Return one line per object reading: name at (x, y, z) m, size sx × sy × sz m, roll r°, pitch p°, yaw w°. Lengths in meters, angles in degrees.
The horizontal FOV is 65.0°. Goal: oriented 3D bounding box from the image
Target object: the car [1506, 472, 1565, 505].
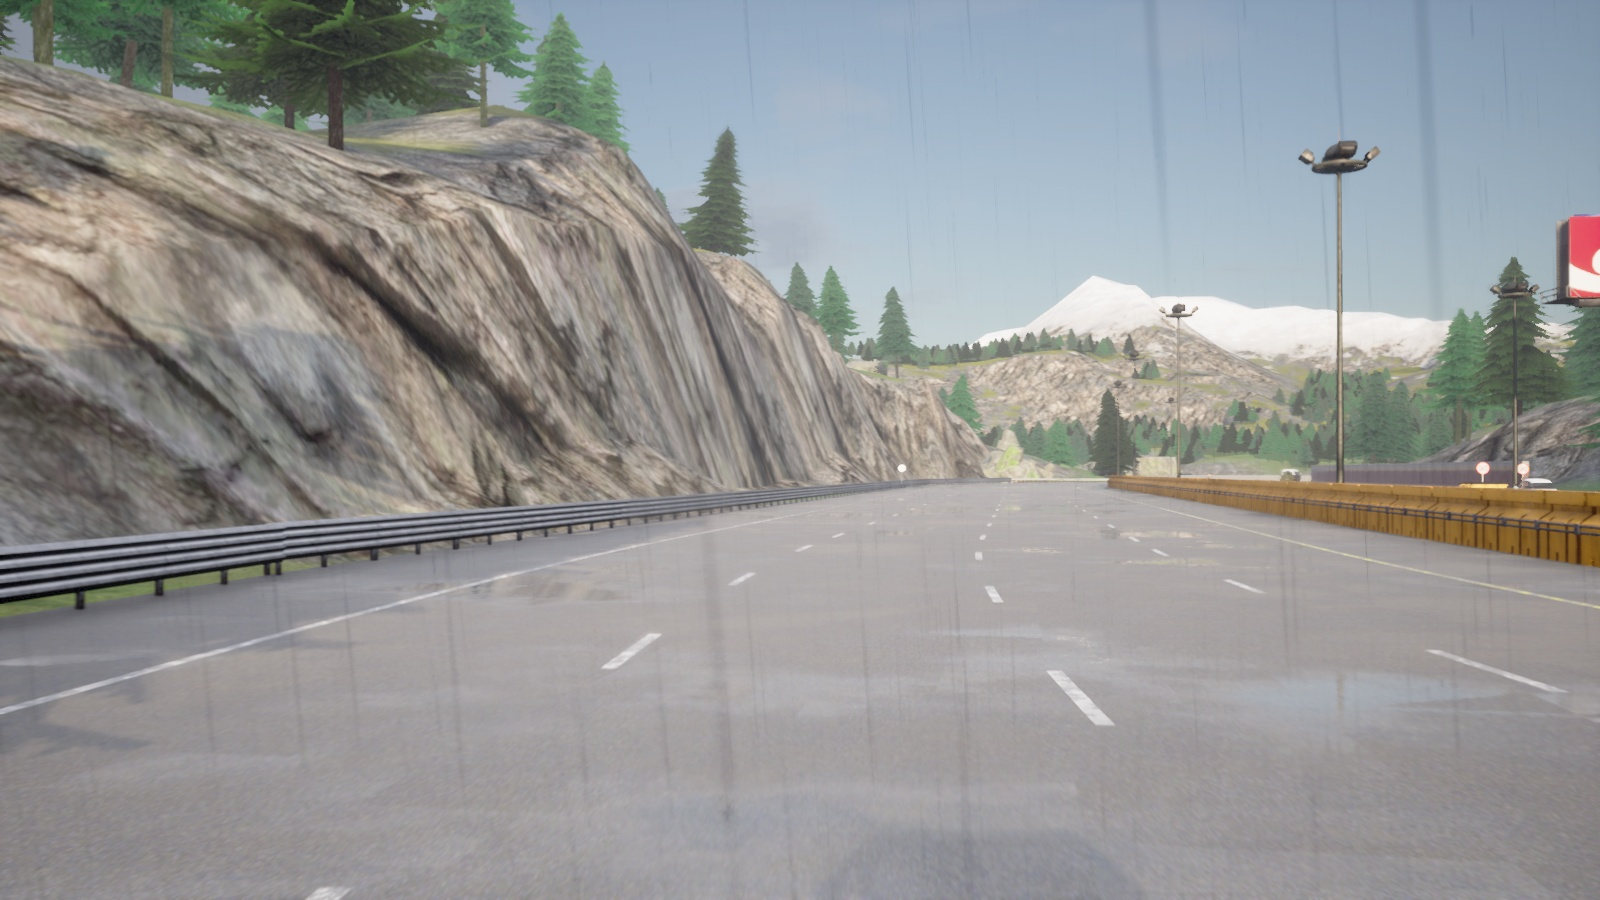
car at (31.645, 1.652, 54.072) m, size 1.481 × 1.376 × 2.207 m, roll 0°, pitch 0°, yaw 10°
